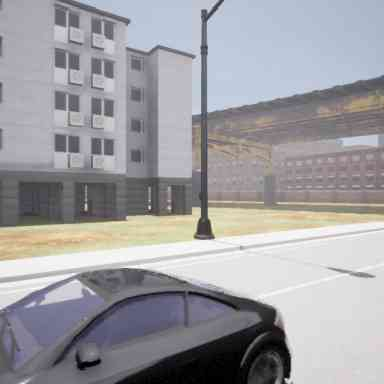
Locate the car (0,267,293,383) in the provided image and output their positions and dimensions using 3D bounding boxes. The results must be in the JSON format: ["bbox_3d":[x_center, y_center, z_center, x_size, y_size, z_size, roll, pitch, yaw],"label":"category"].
[{"bbox_3d":[-0.921,1.564,3.342,4.181,1.385,1.994,0,0,-36],"label":"car"}]
